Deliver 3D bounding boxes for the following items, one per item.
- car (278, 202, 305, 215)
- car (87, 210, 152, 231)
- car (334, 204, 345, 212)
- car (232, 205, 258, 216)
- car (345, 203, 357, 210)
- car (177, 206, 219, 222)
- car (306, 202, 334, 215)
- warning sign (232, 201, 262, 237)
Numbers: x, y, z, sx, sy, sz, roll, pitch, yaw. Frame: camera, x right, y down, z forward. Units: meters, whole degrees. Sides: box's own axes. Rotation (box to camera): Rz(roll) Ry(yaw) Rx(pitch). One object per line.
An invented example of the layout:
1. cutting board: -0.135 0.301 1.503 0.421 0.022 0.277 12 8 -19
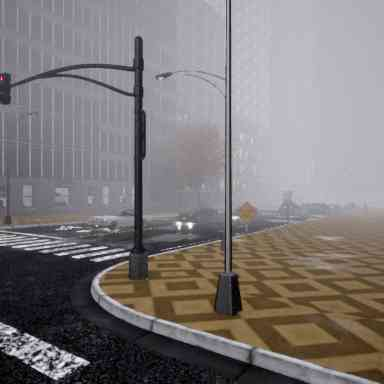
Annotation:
1. car: 13.725 2.205 46.402 2.097 1.767 4.553 0 -1 33
2. car: -5.017 1.925 23.515 1.895 1.301 4.718 0 -1 33
3. car: 23.736 2.640 55.889 2.033 1.411 5.357 0 -1 33
4. car: 6.682 2.275 41.699 1.994 1.385 4.181 0 -1 33
5. car: 31.341 2.837 65.801 1.812 1.442 4.674 0 -1 33
6. car: 0.734 2.062 32.470 2.033 1.411 5.357 0 -1 33
7. car: 18.280 2.267 47.391 2.097 1.767 4.553 0 -1 33
8. warning sign: 3.066 1.454 18.581 1.300 1.860 1.060 1 1 33
